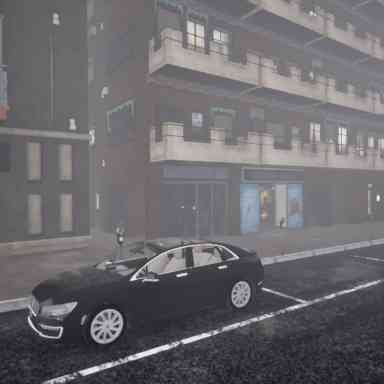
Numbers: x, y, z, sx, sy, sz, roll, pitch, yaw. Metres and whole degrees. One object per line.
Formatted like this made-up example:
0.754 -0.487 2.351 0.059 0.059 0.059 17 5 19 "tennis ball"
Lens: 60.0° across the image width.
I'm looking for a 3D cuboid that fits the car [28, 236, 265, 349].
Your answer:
-0.576 1.550 6.130 4.403 1.369 2.008 0 -1 -35 "car"
